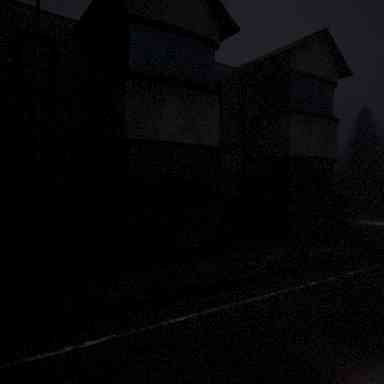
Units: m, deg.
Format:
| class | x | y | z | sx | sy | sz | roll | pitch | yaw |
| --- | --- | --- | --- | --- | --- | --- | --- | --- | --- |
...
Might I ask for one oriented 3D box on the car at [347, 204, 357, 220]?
| class | x | y | z | sx | sy | sz | roll | pitch | yaw |
| --- | --- | --- | --- | --- | --- | --- | --- | --- | --- |
| car | 10.474 | 1.221 | 27.236 | 2.150 | 2.045 | 5.566 | 0 | 0 | -35 |
